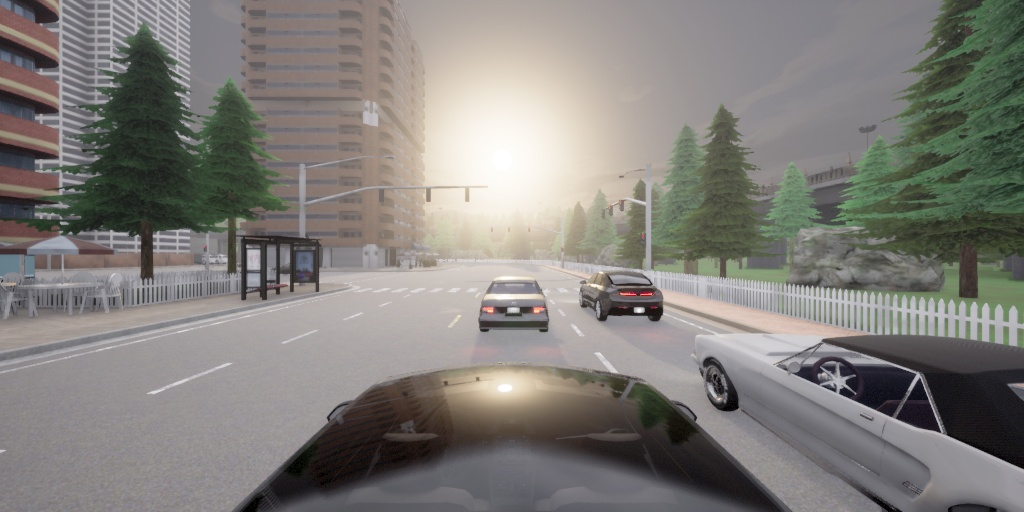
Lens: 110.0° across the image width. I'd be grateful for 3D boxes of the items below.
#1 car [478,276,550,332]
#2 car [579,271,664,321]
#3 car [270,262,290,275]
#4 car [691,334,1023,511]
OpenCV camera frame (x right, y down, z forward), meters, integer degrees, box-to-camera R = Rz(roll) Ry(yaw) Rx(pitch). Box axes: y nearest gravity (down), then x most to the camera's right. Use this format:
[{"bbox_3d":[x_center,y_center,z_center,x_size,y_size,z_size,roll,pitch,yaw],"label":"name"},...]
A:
[{"bbox_3d":[0.077,1.297,10.807,2.033,1.411,5.357,0,0,1],"label":"car"},{"bbox_3d":[3.564,1.255,12.396,1.837,1.490,4.892,0,0,1],"label":"car"},{"bbox_3d":[-22.934,1.331,37.782,4.674,1.442,1.812,0,0,0],"label":"car"},{"bbox_3d":[3.514,1.351,3.133,1.895,1.301,4.718,0,0,1],"label":"car"}]
